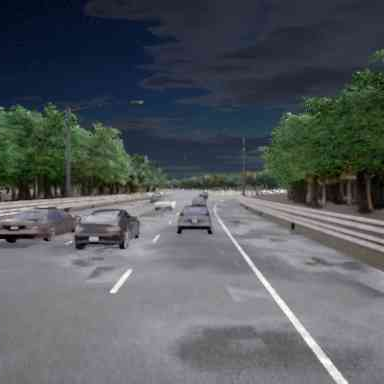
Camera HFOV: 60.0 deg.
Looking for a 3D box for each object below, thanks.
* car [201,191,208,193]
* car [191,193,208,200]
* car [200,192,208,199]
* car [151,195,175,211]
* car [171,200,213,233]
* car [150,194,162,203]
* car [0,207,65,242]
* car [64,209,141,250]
[{"bbox_3d":[2.207,0.924,68.034,1.837,1.490,4.892,0,0,3],"label":"car"},{"bbox_3d":[0.879,1.225,42.281,2.033,1.411,5.357,0,1,2],"label":"car"},{"bbox_3d":[2.864,0.773,79.975,1.882,1.535,5.008,0,1,3],"label":"car"},{"bbox_3d":[-2.820,1.325,36.060,1.895,1.301,4.718,0,0,2],"label":"car"},{"bbox_3d":[0.164,1.414,18.506,2.033,1.411,5.357,0,0,1],"label":"car"},{"bbox_3d":[-5.514,1.043,53.662,2.128,1.511,4.902,0,1,3],"label":"car"},{"bbox_3d":[-6.861,1.421,15.496,2.033,1.411,5.357,0,0,1],"label":"car"},{"bbox_3d":[-3.318,1.421,13.650,1.812,1.442,4.674,0,0,1],"label":"car"}]
